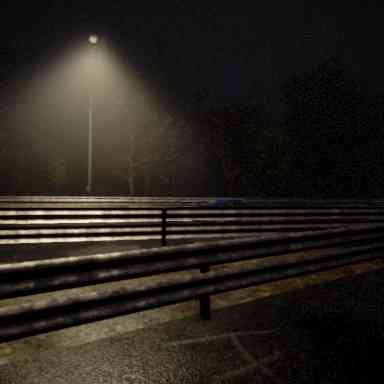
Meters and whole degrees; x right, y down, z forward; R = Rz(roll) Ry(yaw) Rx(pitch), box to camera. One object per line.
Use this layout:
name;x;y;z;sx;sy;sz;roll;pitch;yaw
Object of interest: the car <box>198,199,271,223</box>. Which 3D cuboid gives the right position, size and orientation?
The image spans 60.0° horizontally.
car;2.538;1.163;20.040;4.674;1.442;1.812;1;0;-18
